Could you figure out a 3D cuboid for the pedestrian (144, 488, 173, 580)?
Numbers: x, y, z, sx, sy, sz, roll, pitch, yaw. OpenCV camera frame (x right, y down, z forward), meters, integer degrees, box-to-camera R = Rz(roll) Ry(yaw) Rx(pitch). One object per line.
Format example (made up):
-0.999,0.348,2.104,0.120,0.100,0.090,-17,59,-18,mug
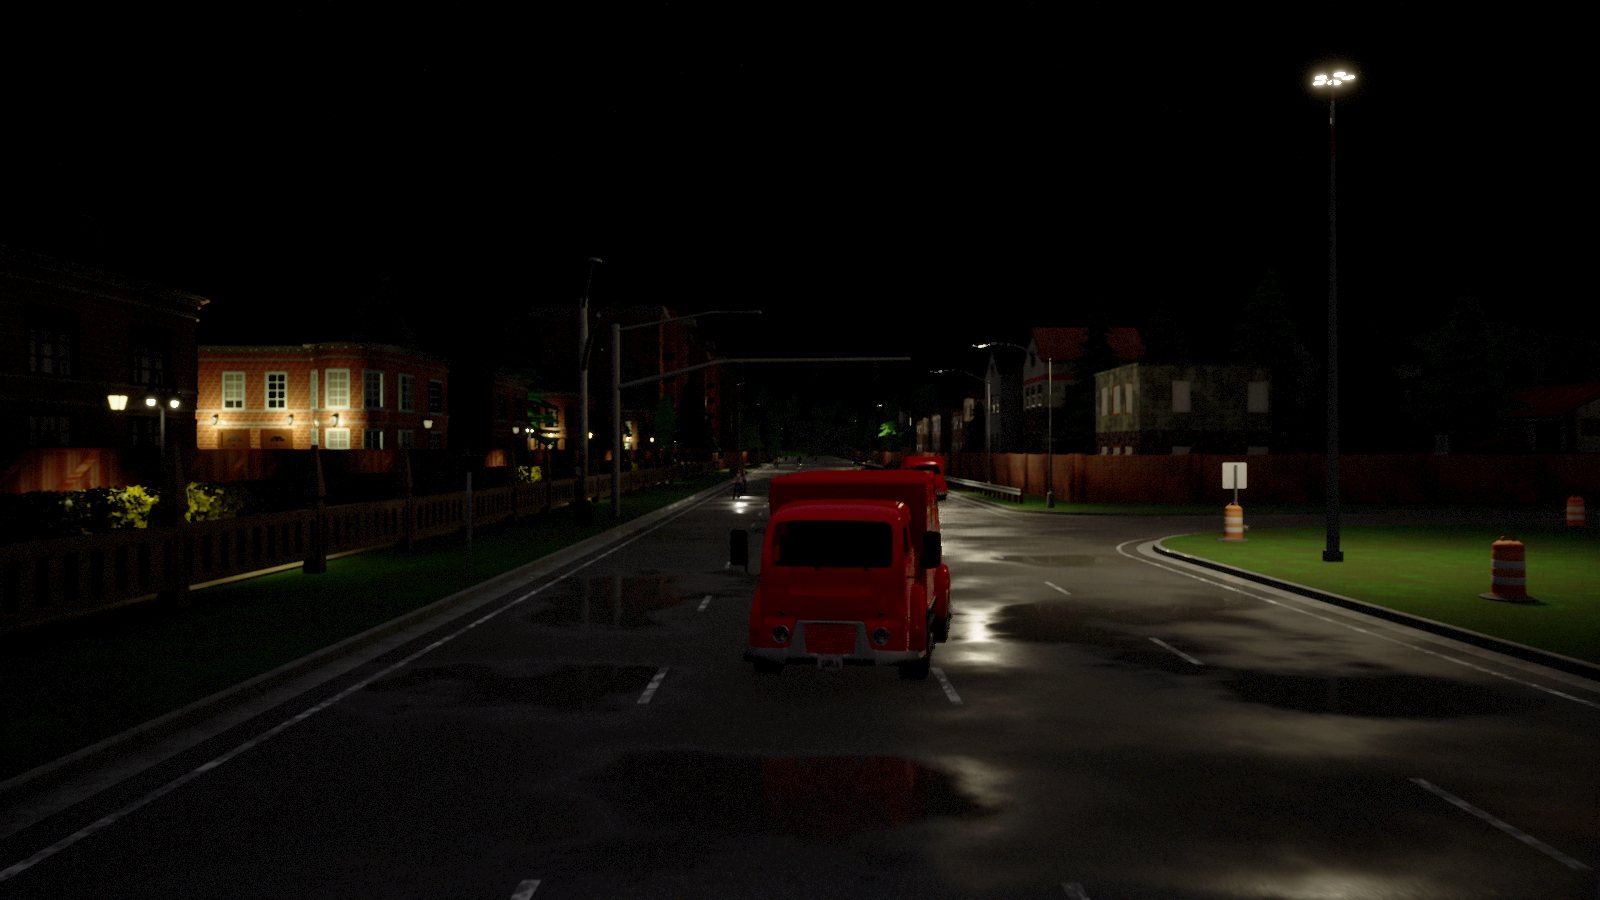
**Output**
-13.177,1.712,23.472,0.375,1.860,0.375,0,0,0,pedestrian

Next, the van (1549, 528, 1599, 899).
3.504,1.536,0.867,1.988,2.561,5.915,0,0,0,van

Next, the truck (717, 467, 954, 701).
0.737,1.560,15.663,2.627,2.467,5.204,0,1,9,truck
